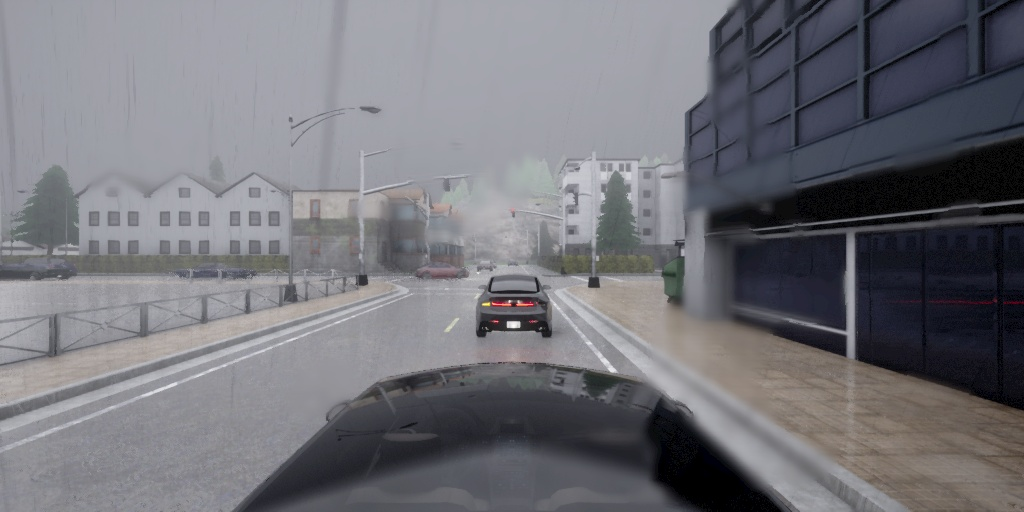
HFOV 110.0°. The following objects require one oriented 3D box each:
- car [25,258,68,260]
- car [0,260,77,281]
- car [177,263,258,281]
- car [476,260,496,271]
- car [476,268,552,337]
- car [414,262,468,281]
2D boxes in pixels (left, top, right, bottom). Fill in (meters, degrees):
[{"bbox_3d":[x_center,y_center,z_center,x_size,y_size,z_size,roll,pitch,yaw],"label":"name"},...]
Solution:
[{"bbox_3d":[-39.834,0.926,30.204,4.553,1.767,2.097,0,0,0],"label":"car"},{"bbox_3d":[-35.574,1.175,26.508,4.718,1.301,1.895,0,0,1],"label":"car"},{"bbox_3d":[-21.546,1.175,26.429,4.718,1.301,1.895,0,0,0],"label":"car"},{"bbox_3d":[-3.520,1.276,47.660,1.812,1.442,4.674,0,0,0],"label":"car"},{"bbox_3d":[0.069,1.255,10.258,1.837,1.490,4.892,0,0,1],"label":"car"},{"bbox_3d":[-5.561,1.185,28.261,4.181,1.385,1.994,1,0,-26],"label":"car"}]
